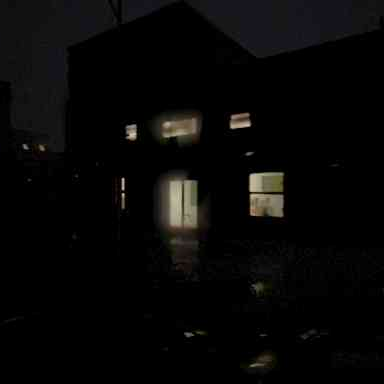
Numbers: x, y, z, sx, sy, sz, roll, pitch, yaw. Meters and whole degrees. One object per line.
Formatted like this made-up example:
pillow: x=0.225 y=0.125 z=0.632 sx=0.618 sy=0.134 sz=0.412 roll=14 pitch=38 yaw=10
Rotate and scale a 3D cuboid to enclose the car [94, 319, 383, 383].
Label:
car: x=1.048 y=1.585 z=2.116 sx=4.206 sy=1.307 sz=1.802 roll=-1 pitch=0 yaw=35
